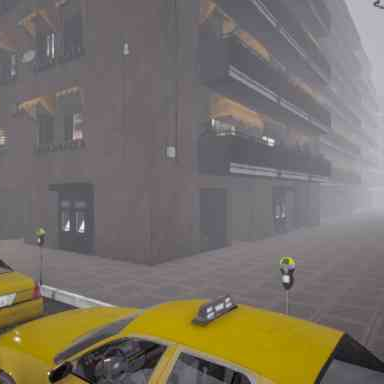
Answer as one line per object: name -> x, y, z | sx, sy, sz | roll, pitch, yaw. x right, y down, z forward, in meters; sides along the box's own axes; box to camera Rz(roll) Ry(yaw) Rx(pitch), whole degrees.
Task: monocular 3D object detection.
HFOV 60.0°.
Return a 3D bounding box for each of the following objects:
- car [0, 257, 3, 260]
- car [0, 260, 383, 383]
car -> -4.618, 1.527, 6.031 | 4.829, 1.417, 1.752 | 0, 0, 36
car -> -0.031, 1.525, 2.749 | 4.829, 1.417, 1.752 | 0, 0, 36
